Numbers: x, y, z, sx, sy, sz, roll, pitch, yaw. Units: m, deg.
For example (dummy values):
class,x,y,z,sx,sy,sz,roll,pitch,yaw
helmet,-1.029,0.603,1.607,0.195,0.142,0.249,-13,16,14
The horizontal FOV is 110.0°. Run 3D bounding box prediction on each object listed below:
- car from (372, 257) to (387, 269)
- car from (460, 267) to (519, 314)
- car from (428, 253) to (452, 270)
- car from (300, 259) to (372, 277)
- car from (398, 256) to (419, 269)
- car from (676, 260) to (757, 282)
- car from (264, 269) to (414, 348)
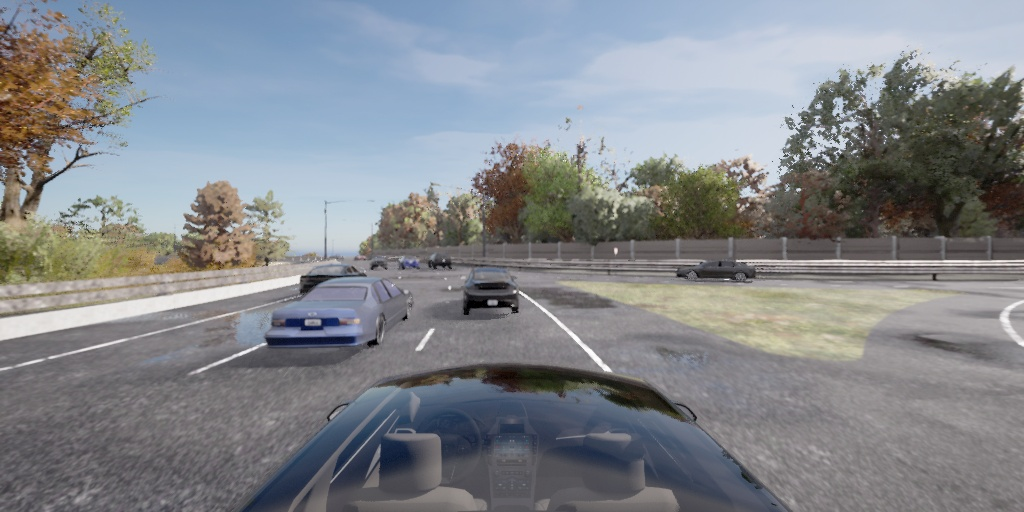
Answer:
class,x,y,z,sx,sy,sz,roll,pitch,yaw
car,-16.802,0.902,45.003,1.837,1.490,4.892,0,1,-24
car,-0.846,1.151,13.317,1.837,1.490,4.892,0,1,-6
car,-9.052,0.602,44.774,2.150,2.045,5.566,0,1,-22
car,-8.458,1.106,17.352,1.882,1.535,5.008,0,1,-9
car,-13.068,0.735,45.187,2.097,1.767,4.553,0,0,-24
car,14.180,1.005,25.065,4.892,1.490,1.837,0,1,22
car,-3.851,1.240,9.053,2.033,1.411,5.357,0,1,-5
